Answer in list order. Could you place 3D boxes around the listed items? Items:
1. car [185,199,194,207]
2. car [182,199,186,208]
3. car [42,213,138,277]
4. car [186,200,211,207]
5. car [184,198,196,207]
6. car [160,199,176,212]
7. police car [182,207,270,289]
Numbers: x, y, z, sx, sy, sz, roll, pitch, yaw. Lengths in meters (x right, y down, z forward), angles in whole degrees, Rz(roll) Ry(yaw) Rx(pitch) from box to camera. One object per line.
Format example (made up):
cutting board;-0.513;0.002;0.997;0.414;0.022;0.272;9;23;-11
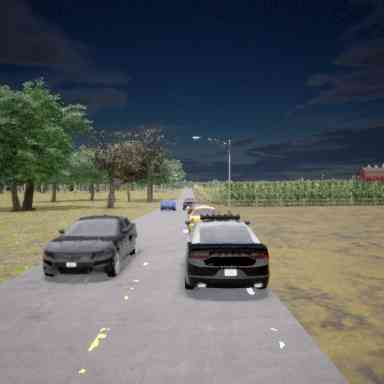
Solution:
car;0.650;1.537;25.197;1.882;1.535;5.008;0;0;0
car;-0.313;1.723;46.235;1.837;1.490;4.892;0;-1;0
car;-2.920;1.484;10.502;1.882;1.535;5.008;0;0;0
car;0.691;1.488;19.383;1.801;1.575;5.366;0;0;0
car;-0.421;1.879;60.059;2.033;1.411;5.357;0;0;0
car;-3.048;1.666;42.804;1.882;1.535;5.008;0;-1;0
police car;0.762;1.430;9.301;1.930;1.638;5.238;0;0;0
